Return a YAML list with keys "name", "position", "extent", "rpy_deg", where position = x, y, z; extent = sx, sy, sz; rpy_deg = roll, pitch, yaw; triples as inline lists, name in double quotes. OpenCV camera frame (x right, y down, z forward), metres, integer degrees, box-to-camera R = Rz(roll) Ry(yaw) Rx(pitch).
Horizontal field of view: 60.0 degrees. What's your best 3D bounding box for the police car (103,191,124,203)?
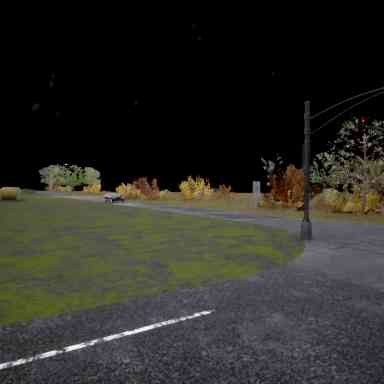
- name: "police car"
  position: [-11.671, 0.744, 49.723]
  extent: [1.930, 1.638, 5.238]
  rpy_deg: [1, 0, -32]
